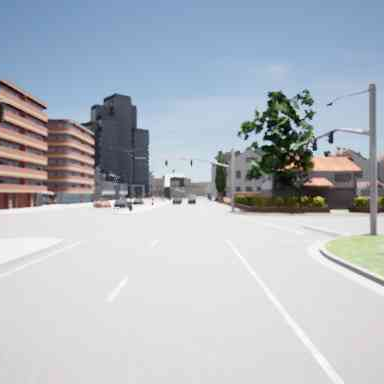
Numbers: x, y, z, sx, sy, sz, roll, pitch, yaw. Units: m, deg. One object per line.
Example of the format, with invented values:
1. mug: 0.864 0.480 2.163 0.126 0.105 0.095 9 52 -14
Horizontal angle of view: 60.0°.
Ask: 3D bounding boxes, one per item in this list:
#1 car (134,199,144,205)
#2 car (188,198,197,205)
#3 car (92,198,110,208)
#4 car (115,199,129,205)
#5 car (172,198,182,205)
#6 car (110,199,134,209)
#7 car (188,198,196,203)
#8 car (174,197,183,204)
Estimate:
1. car: -11.482 2.114 71.059 2.033 1.411 5.357 0 0 0
2. car: 0.019 2.093 75.895 1.882 1.535 5.008 0 0 0
3. car: -15.039 1.799 55.521 2.097 1.767 4.553 0 -1 1
4. car: -14.982 2.126 71.160 1.994 1.385 4.181 0 0 0
5. car: -3.481 2.139 75.895 2.128 1.511 4.902 0 0 0
6. car: -11.536 1.994 55.369 2.033 1.411 5.357 0 0 1
7. car: 0.022 2.222 86.311 1.994 1.385 4.181 0 0 0
8. car: -3.478 2.194 86.312 2.128 1.511 4.902 0 0 0
